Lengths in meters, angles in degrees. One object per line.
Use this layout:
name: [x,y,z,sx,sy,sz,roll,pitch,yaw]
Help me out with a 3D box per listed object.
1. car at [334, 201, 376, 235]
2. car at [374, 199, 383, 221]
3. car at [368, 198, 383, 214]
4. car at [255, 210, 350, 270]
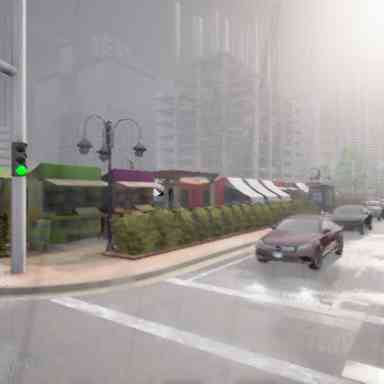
car: [9.056,1.480,19.080,1.882,1.535,5.008,0,0,34]
car: [14.612,1.494,27.284,2.128,1.511,4.902,0,0,34]
car: [20.440,1.494,35.843,2.128,1.511,4.902,0,0,35]
car: [3.823,1.528,11.343,1.812,1.442,4.674,0,0,37]
